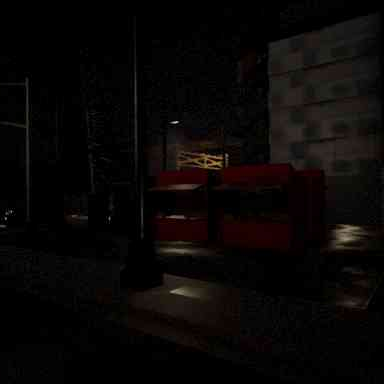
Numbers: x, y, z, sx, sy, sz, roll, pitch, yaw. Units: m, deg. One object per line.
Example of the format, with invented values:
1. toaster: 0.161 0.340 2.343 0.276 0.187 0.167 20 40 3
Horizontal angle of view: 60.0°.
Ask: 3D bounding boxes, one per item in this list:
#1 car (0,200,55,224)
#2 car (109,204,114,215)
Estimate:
1. car: -12.861 1.490 26.262 2.097 1.767 4.553 -1 -1 36
2. car: -7.147 1.663 34.109 1.812 1.442 4.674 -1 -1 36
